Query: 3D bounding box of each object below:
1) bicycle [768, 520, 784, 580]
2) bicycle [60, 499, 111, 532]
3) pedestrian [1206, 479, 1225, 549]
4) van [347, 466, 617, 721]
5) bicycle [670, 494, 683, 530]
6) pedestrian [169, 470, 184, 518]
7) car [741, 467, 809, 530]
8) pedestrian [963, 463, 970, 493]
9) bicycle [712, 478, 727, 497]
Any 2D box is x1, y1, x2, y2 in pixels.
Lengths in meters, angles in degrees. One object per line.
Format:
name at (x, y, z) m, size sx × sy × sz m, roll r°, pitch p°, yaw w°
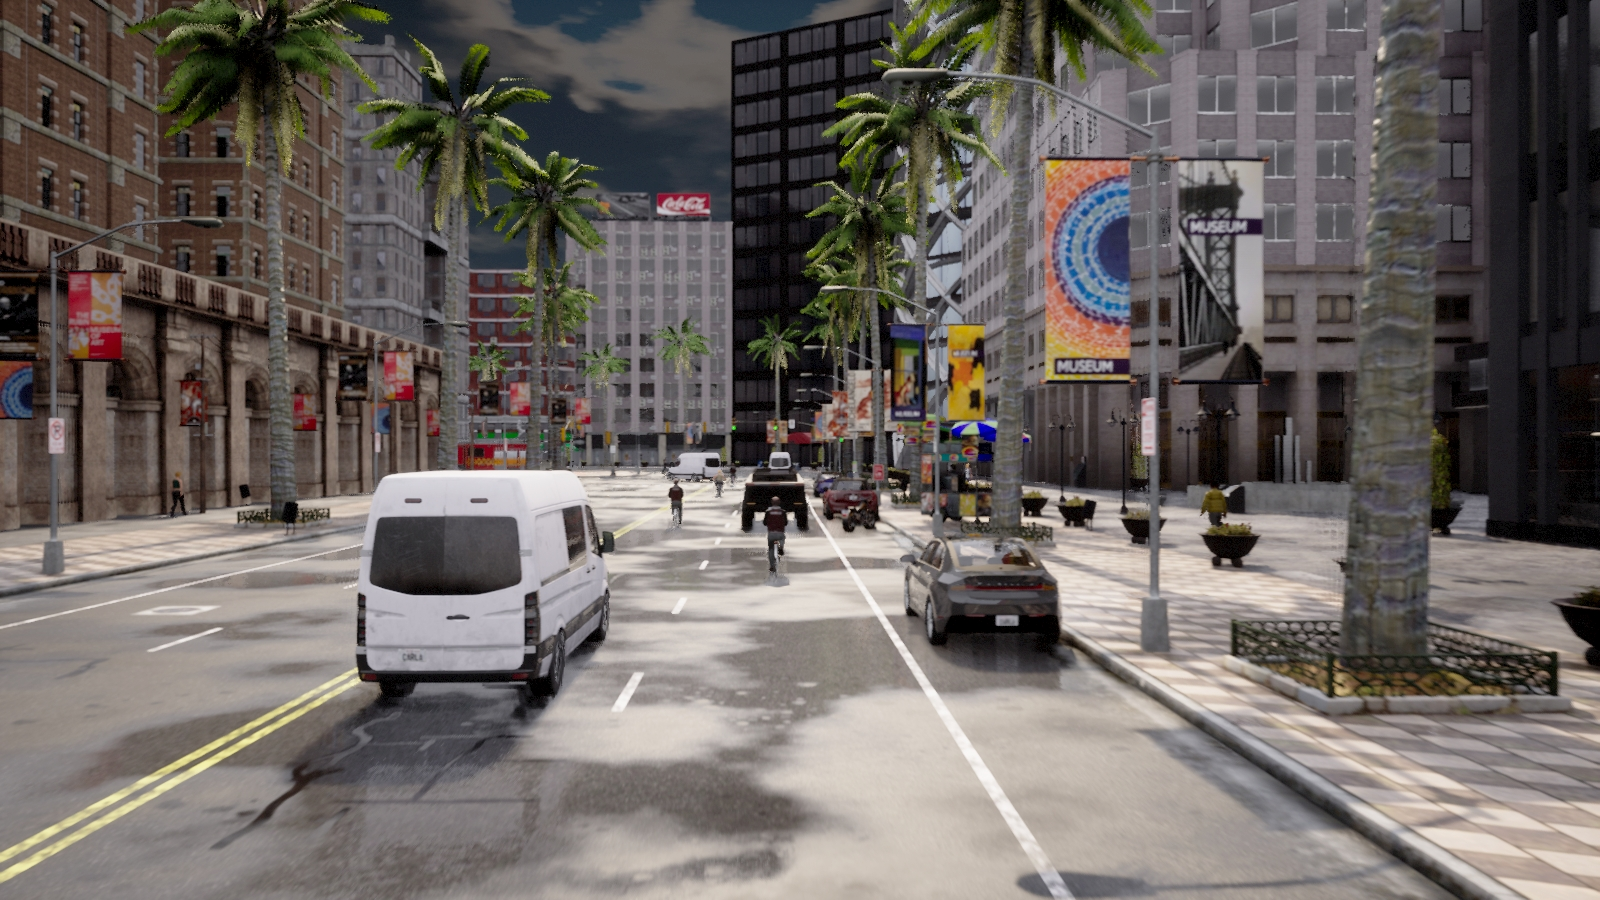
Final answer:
bicycle at (-0.544, 2.210, 25.520) m, size 0.329 × 1.171 × 1.835 m, roll 0°, pitch 0°, yaw -2°
bicycle at (-24.829, 2.259, 39.711) m, size 0.859 × 1.080 × 1.487 m, roll 0°, pitch 0°, yaw -1°
pedestrian at (11.051, 1.698, 30.368) m, size 0.375 × 1.860 × 0.375 m, roll 0°, pitch 0°, yaw 1°
van at (-3.788, 1.535, 14.859) m, size 1.988 × 2.561 × 5.915 m, roll 0°, pitch 0°, yaw -1°
bicycle at (-4.408, 2.211, 40.853) m, size 0.329 × 1.171 × 1.835 m, roll 0°, pitch 0°, yaw -2°
pedestrian at (-24.334, 1.700, 44.581) m, size 0.375 × 1.860 × 0.375 m, roll 0°, pitch 0°, yaw 5°
car at (-0.961, 1.754, 43.407) m, size 2.390 × 2.098 × 6.274 m, roll 0°, pitch 0°, yaw -1°
pedestrian at (10.137, 1.700, 69.661) m, size 0.375 × 1.860 × 0.375 m, roll 0°, pitch 0°, yaw -1°
bicycle at (-4.837, 2.257, 68.817) m, size 0.859 × 1.080 × 1.487 m, roll 0°, pitch 0°, yaw -1°
